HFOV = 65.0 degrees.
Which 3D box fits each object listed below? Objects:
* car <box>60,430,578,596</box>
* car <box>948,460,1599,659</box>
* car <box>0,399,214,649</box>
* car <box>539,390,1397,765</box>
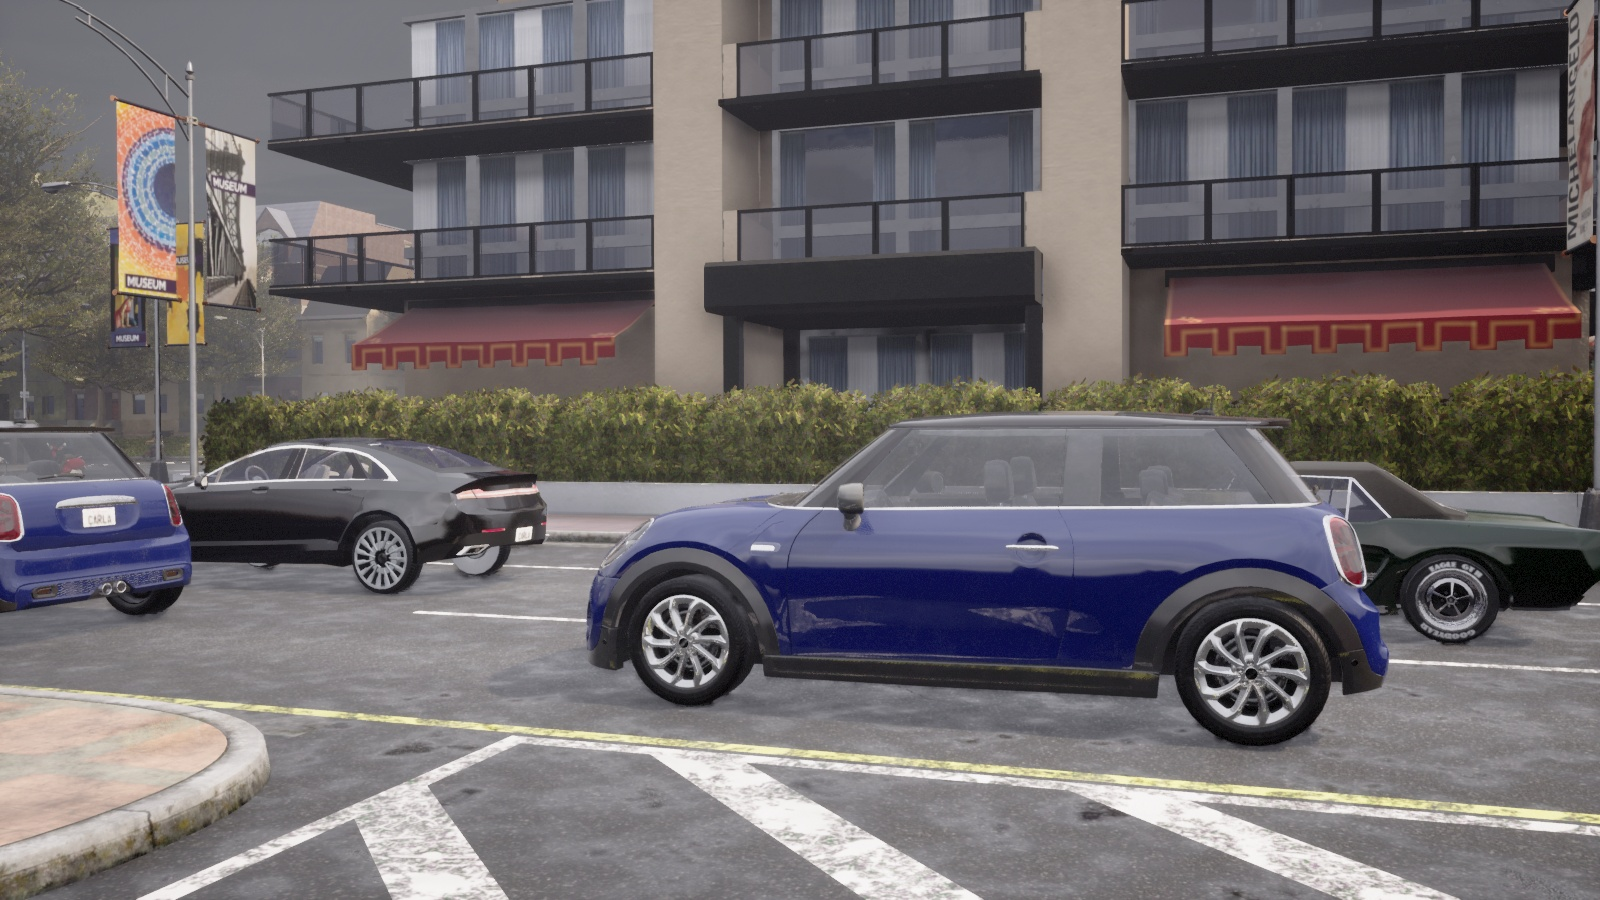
[{"bbox_3d":[-5.065,0.550,13.338,4.902,1.511,2.128,1,1,19],"label":"car"},{"bbox_3d":[3.746,0.775,10.374,4.718,1.301,1.895,1,1,19],"label":"car"},{"bbox_3d":[-7.503,0.489,10.465,4.553,1.767,2.097,1,1,19],"label":"car"},{"bbox_3d":[0.966,0.567,7.615,4.553,1.767,2.097,1,1,18],"label":"car"}]
